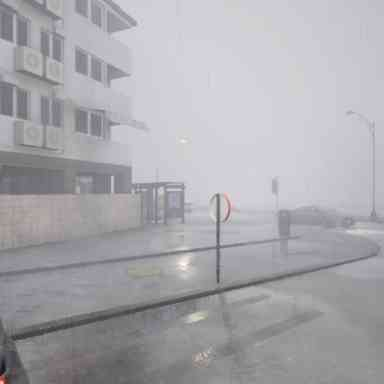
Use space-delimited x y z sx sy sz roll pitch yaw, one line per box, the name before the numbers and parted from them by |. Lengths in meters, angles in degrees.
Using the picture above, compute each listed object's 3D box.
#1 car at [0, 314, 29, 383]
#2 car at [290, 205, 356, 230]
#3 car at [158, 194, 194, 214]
car | -3.921 1.548 1.829 5.357 1.411 2.033 0 0 -35
car | 8.068 1.559 21.162 1.994 1.385 4.181 0 0 -35
car | -2.025 1.219 35.404 2.150 2.045 5.566 0 0 -36
